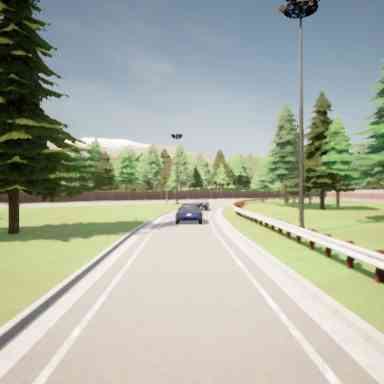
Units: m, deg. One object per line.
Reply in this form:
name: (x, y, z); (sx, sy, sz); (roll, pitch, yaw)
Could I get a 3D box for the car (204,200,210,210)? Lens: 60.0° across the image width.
car: (1.195, 1.605, 42.236); (1.895, 1.301, 4.718); (0, 0, 8)

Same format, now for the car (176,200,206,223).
car: (-0.162, 1.569, 25.447); (1.994, 1.385, 4.181); (0, 0, 1)
